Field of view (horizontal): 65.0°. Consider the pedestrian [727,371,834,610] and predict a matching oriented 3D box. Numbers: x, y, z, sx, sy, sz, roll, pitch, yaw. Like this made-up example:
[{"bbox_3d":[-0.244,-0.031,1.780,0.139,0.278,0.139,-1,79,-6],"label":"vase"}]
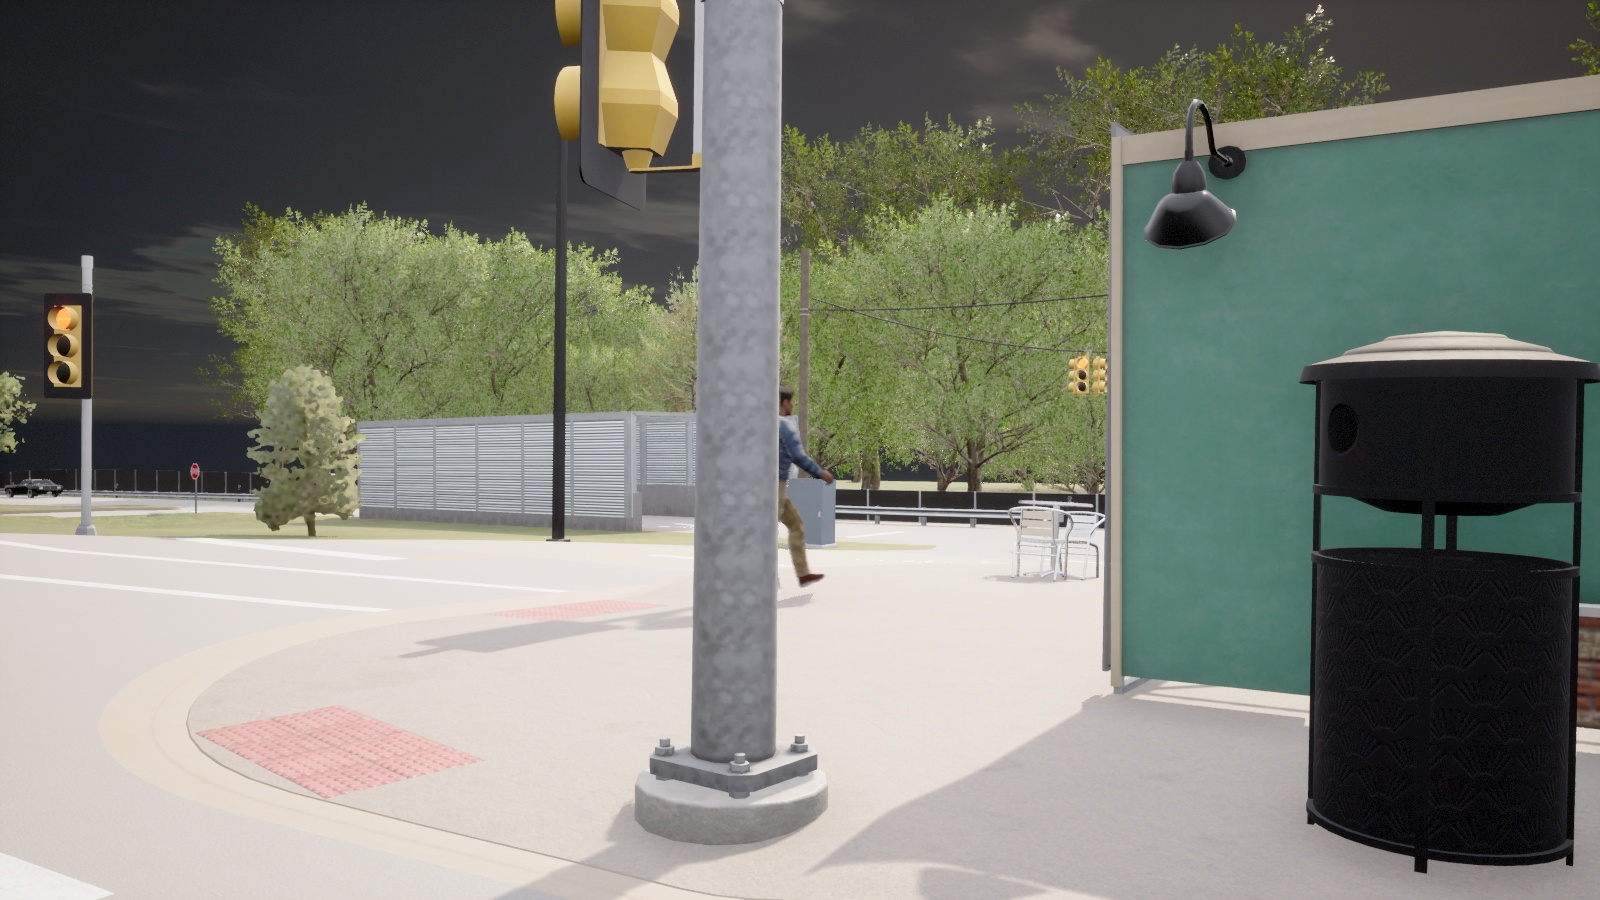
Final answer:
[{"bbox_3d":[-0.168,0.326,10.619,0.788,1.949,0.423,-1,1,-28],"label":"pedestrian"}]
